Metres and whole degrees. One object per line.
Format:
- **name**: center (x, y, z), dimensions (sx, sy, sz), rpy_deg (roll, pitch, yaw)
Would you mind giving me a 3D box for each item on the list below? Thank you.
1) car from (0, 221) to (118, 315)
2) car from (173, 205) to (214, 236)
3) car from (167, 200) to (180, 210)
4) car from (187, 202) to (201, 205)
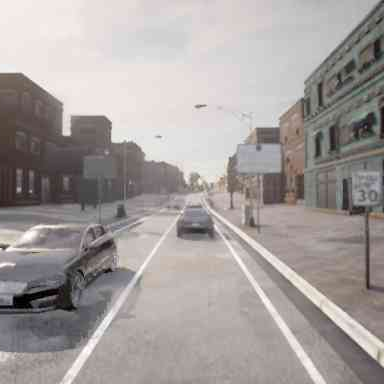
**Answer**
- **car**: center (-3.068, 1.488, 7.836), dimensions (2.128, 1.511, 4.902), rpy_deg (0, 0, 0)
- **car**: center (0.177, 1.613, 18.522), dimensions (1.994, 1.385, 4.181), rpy_deg (0, -1, 0)
- **car**: center (-2.846, 1.962, 51.268), dimensions (2.128, 1.511, 4.902), rpy_deg (0, 0, 1)
- **car**: center (0.251, 1.810, 36.245), dimensions (2.128, 1.511, 4.902), rpy_deg (0, -1, 0)
